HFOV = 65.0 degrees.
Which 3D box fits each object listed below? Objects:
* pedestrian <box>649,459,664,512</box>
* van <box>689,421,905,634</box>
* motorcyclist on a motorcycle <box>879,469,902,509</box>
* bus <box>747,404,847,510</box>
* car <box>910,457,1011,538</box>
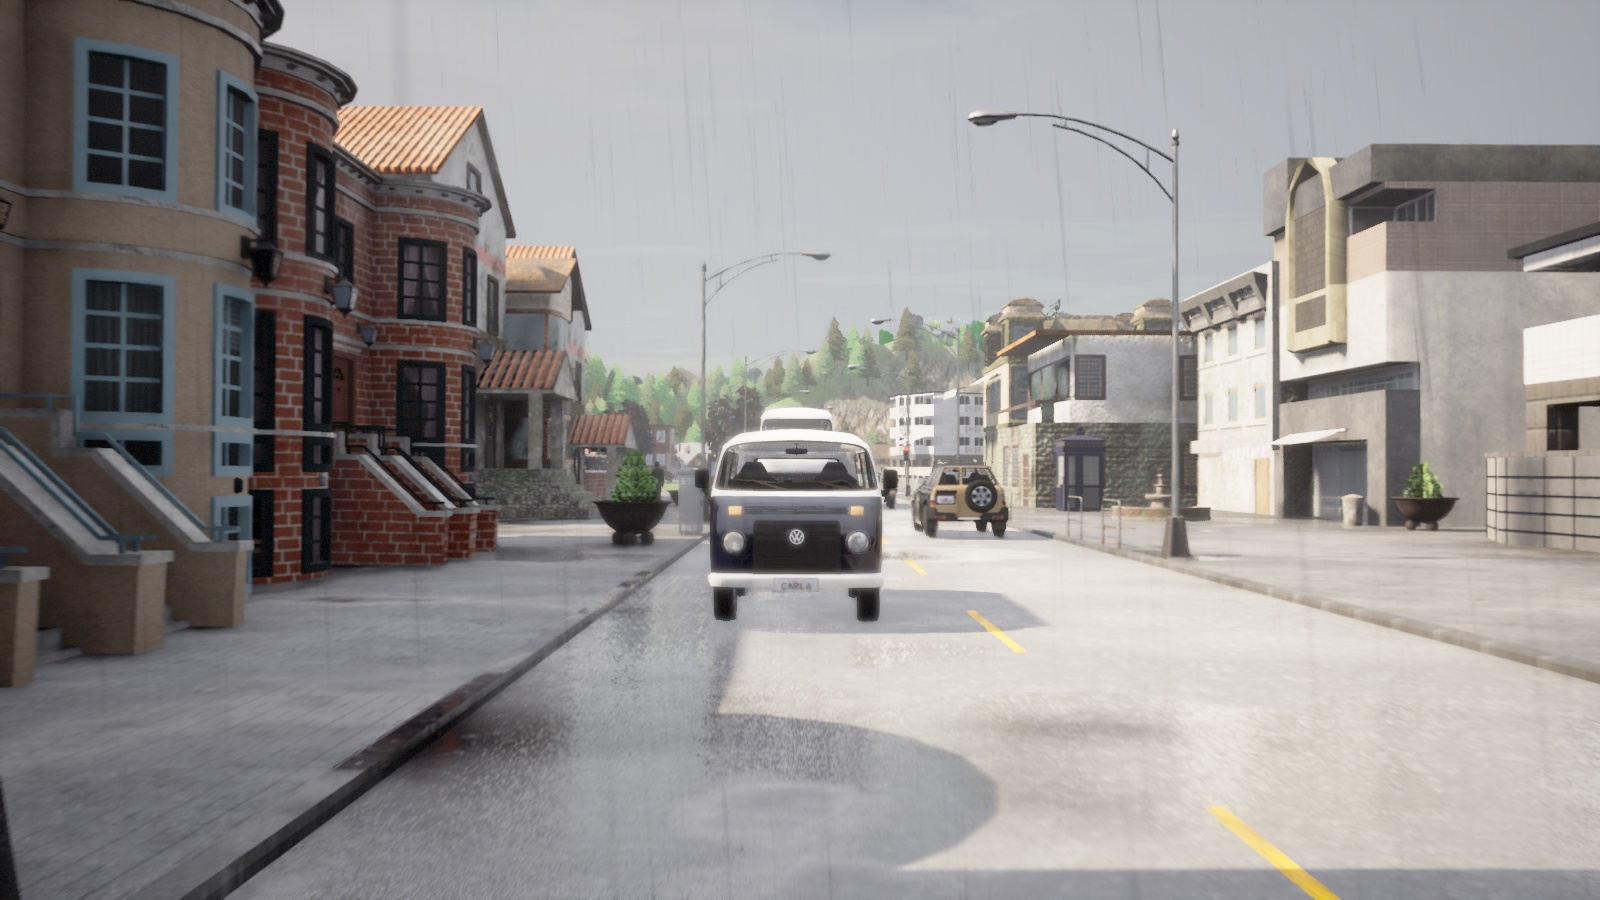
[{"bbox_3d":[-5.380,1.334,47.191,0.423,1.949,0.788,0,-1,-16],"label":"pedestrian"},{"bbox_3d":[-0.036,0.778,14.296,2.069,2.038,4.480,0,-1,0],"label":"van"},{"bbox_3d":[3.867,1.651,53.836,0.766,1.649,2.350,0,-1,0],"label":"motorcyclist on a motorcycle"},{"bbox_3d":[-0.136,0.364,55.262,3.944,4.253,10.273,0,-1,0],"label":"bus"},{"bbox_3d":[3.921,1.142,31.458,1.932,1.855,4.605,0,-1,0],"label":"car"}]
